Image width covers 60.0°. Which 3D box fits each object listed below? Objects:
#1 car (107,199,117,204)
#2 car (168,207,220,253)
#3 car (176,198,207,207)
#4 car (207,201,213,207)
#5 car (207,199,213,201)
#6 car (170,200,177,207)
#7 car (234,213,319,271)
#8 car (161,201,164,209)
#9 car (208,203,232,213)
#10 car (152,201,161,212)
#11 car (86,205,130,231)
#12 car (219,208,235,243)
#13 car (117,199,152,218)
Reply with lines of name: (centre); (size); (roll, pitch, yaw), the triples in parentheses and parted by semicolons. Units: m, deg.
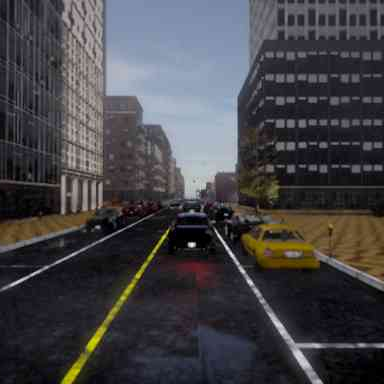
car: (-17.483, 2.299, 77.227); (4.206, 1.307, 1.802); (0, -1, 0)
car: (0.002, 1.643, 14.313); (1.837, 1.490, 4.892); (0, 0, 0)
car: (-0.005, 1.628, 29.082); (2.097, 1.767, 4.553); (0, -1, 0)
car: (2.654, 1.889, 33.666); (1.947, 1.339, 4.313); (0, -1, 0)
car: (2.649, 2.079, 50.732); (1.802, 1.307, 4.206); (0, -1, 0)
car: (-3.052, 2.173, 63.152); (2.033, 1.411, 5.357); (0, -1, 1)
car: (2.666, 1.630, 11.081); (1.752, 1.417, 4.829); (0, -1, 0)
car: (-5.700, 2.121, 56.445); (1.947, 1.339, 4.313); (0, -1, 0)
car: (2.655, 1.833, 27.977); (1.947, 1.339, 4.313); (0, -1, 0)
car: (-5.697, 1.983, 45.069); (1.887, 1.381, 4.507); (0, -1, 0)
car: (-5.691, 1.778, 22.312); (1.947, 1.339, 4.313); (0, -1, 0)
car: (2.659, 1.708, 16.600); (2.008, 1.369, 4.403); (0, -1, 0)
car: (-5.692, 1.638, 33.693); (2.192, 1.841, 5.009); (0, -1, 0)
